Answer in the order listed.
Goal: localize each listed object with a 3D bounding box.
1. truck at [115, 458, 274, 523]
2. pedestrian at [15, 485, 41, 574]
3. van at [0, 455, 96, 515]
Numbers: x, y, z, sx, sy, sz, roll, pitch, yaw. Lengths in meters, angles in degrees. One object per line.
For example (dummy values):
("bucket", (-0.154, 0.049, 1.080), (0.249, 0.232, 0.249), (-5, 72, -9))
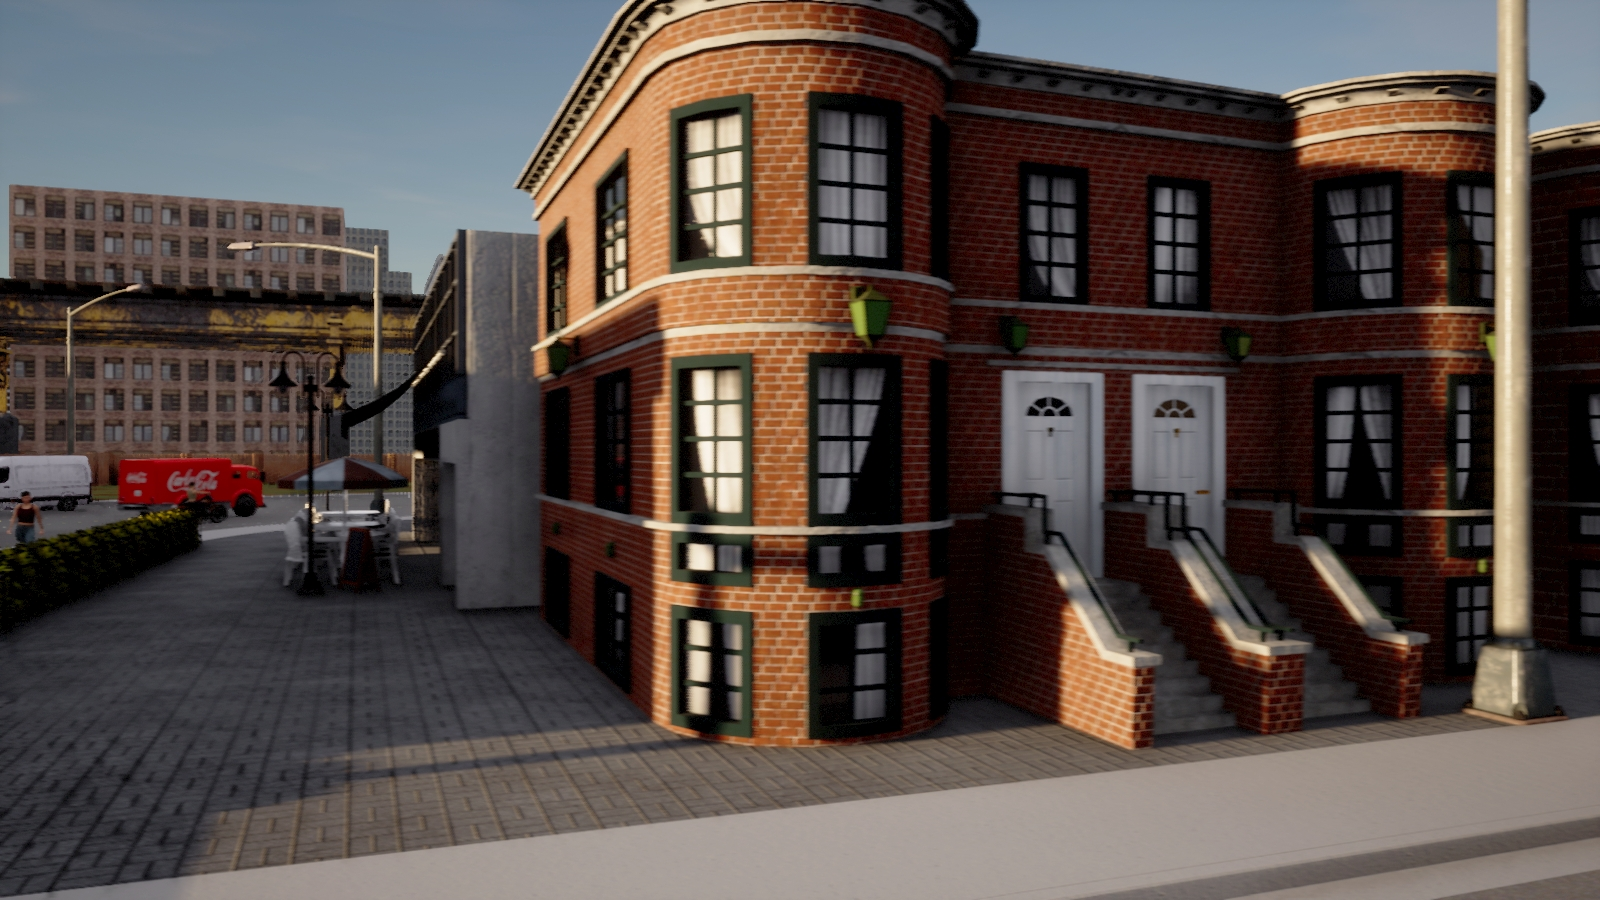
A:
("truck", (-24.628, 1.567, 46.696), (2.627, 2.467, 5.204), (0, 0, 27))
("pedestrian", (-16.491, 1.696, 24.408), (0.375, 1.860, 0.375), (0, 0, -18))
("van", (-34.713, 1.533, 50.481), (1.988, 2.561, 5.915), (0, 0, 28))
